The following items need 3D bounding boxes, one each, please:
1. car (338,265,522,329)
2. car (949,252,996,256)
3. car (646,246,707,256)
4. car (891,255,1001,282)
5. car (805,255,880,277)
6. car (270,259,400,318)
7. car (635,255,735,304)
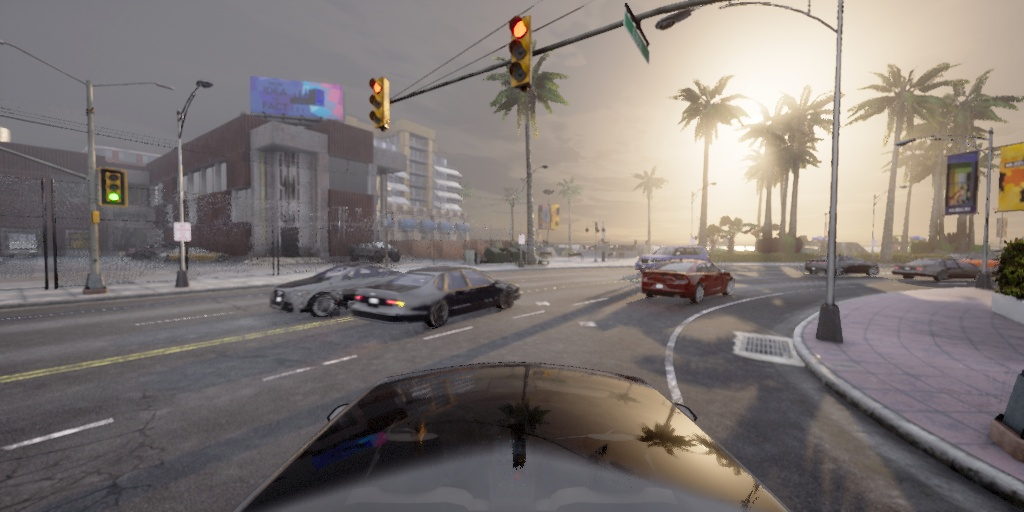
[{"bbox_3d":[-1.789,1.008,10.264,2.033,1.411,5.357,1,2,32],"label":"car"},{"bbox_3d":[36.715,0.489,29.183,4.553,1.767,2.097,0,2,5],"label":"car"},{"bbox_3d":[11.353,0.296,25.264,5.566,2.045,2.150,0,2,-25],"label":"car"},{"bbox_3d":[26.870,0.834,22.312,5.357,1.411,2.033,0,2,-5],"label":"car"},{"bbox_3d":[23.161,0.658,25.165,4.902,1.511,2.128,0,2,-11],"label":"car"},{"bbox_3d":[-5.151,0.963,11.382,1.994,1.385,4.181,2,2,38],"label":"car"},{"bbox_3d":[7.080,0.877,14.224,5.008,1.535,1.882,-1,2,-40],"label":"car"}]
